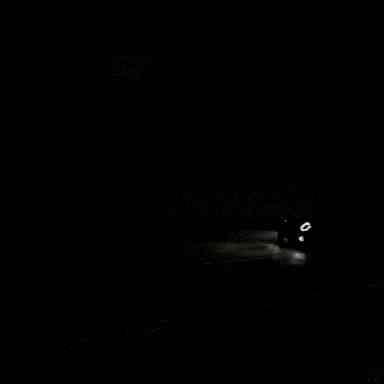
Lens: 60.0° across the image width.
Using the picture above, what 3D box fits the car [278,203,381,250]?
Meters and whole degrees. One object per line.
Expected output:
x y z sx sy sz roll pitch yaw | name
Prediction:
5.918 1.331 13.977 4.553 1.767 2.097 0 0 -16 | car

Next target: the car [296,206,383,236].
8.094 1.538 18.155 4.181 1.385 1.994 0 0 -12 | car
